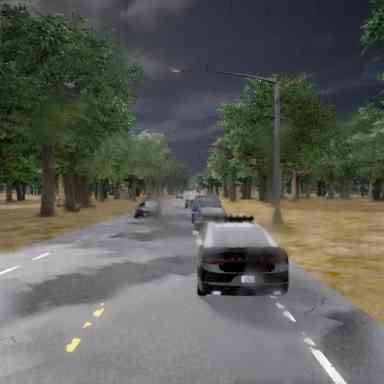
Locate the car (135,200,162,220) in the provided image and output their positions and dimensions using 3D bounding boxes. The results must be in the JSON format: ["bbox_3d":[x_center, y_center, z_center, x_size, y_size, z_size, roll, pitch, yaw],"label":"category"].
[{"bbox_3d":[-3.611,1.470,28.213,1.882,1.535,5.008,0,0,0],"label":"car"}]

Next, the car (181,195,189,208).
[{"bbox_3d":[0.013,1.465,46.150,2.128,1.511,4.902,0,0,0],"label":"car"}]

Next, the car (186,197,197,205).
[{"bbox_3d":[-0.022,1.546,60.623,1.895,1.301,4.718,0,0,0],"label":"car"}]

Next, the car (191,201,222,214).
[{"bbox_3d":[1.043,1.505,18.697,1.837,1.490,4.892,0,0,0],"label":"car"}]

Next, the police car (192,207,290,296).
[{"bbox_3d":[1.047,1.427,8.804,1.930,1.638,5.238,0,0,0],"label":"police car"}]

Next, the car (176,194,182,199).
[{"bbox_3d":[-3.534,1.308,95.455,1.882,1.535,5.008,0,0,0],"label":"car"}]

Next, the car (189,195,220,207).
[{"bbox_3d":[1.041,1.220,24.729,2.150,2.045,5.566,0,0,0],"label":"car"}]
